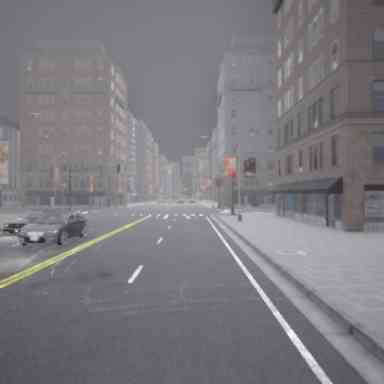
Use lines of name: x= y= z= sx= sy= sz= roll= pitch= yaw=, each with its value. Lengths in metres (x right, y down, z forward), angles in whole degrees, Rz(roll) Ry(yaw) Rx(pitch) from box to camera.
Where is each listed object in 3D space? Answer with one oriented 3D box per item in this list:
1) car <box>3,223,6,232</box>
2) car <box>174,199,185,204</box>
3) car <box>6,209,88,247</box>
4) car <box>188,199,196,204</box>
car: x=-9.850 y=1.836 z=21.384 sx=2.033 sy=1.411 sz=5.357 roll=0 pitch=-1 yaw=0
car: x=-3.267 y=2.749 z=95.267 sx=1.882 sy=1.535 sz=5.008 roll=0 pitch=-1 yaw=0
car: x=-6.600 y=1.713 z=16.389 sx=2.128 sy=1.511 sz=4.902 roll=0 pitch=-1 yaw=0
car: x=-0.017 y=2.760 z=95.651 sx=1.882 sy=1.535 sz=5.008 roll=0 pitch=-1 yaw=0
